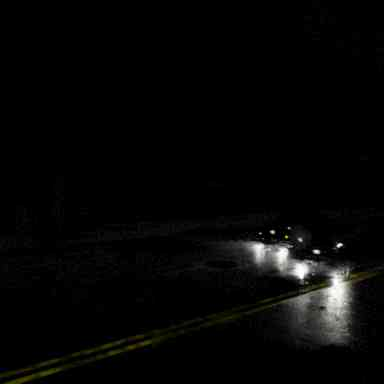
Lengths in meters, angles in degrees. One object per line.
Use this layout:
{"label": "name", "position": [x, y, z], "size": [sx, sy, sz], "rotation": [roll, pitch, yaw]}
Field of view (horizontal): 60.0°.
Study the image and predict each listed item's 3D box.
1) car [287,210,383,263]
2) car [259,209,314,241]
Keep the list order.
{"label": "car", "position": [6.084, 1.489, 12.015], "size": [5.357, 1.411, 2.033], "rotation": [0, 0, -35]}
{"label": "car", "position": [5.037, 1.502, 15.256], "size": [4.181, 1.385, 1.994], "rotation": [0, 0, -35]}
